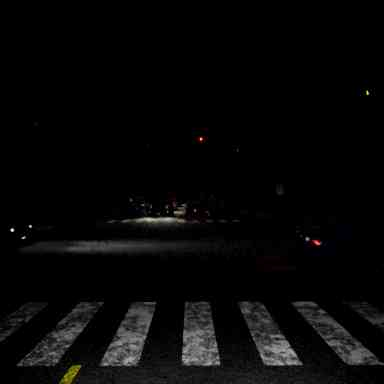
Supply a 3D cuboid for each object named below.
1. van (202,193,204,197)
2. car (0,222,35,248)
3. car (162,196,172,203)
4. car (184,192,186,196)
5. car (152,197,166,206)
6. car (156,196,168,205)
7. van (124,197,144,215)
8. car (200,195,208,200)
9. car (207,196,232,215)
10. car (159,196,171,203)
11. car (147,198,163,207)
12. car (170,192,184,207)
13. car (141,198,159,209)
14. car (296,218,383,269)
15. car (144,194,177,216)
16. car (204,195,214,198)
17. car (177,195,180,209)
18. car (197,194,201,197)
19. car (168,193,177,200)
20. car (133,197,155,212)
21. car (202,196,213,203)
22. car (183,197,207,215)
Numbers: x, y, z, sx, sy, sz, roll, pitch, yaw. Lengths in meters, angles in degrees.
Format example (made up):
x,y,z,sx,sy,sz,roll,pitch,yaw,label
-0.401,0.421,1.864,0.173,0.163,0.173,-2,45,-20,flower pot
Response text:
x,y,z,sx,sy,sz,roll,pitch,yaw,label
3.013,1.344,55.998,1.690,1.788,3.998,0,0,0,van
-9.210,1.588,13.851,4.718,1.301,1.895,0,0,0,car
-5.406,1.543,73.049,1.887,1.381,4.507,0,0,0,car
-2.666,1.354,62.362,2.097,1.767,4.553,0,0,1,car
-5.512,1.569,56.045,1.947,1.339,4.313,0,0,0,car
-5.478,1.527,61.543,1.752,1.417,4.829,0,0,0,car
-5.654,1.343,33.372,1.690,1.788,3.998,0,0,0,van
3.226,1.558,90.013,1.947,1.339,4.313,0,0,0,car
2.871,1.442,33.321,1.967,1.590,4.097,0,0,0,car
-5.441,1.567,67.382,1.947,1.339,4.313,0,0,0,car
-5.548,1.585,50.377,1.802,1.307,4.206,0,0,0,car
-2.772,1.225,52.136,2.150,2.045,5.566,0,0,1,car
-5.583,1.569,44.709,1.947,1.339,4.313,0,0,0,car
6.197,1.562,10.659,5.357,1.411,2.033,0,0,0,car
-2.944,1.354,32.071,2.097,1.767,4.553,0,0,2,car
2.942,1.443,44.659,1.967,1.590,4.097,0,0,0,car
-2.840,1.481,42.009,1.882,1.535,5.008,0,0,1,car
0.496,1.566,64.394,1.994,1.385,4.181,0,0,1,car
-5.299,1.307,90.055,2.192,1.841,5.009,0,0,0,car
-5.619,1.443,39.041,1.967,1.590,4.097,0,0,0,car
3.084,1.551,67.336,2.008,1.369,4.403,0,0,0,car
0.326,1.528,33.765,1.812,1.442,4.674,0,0,1,car
